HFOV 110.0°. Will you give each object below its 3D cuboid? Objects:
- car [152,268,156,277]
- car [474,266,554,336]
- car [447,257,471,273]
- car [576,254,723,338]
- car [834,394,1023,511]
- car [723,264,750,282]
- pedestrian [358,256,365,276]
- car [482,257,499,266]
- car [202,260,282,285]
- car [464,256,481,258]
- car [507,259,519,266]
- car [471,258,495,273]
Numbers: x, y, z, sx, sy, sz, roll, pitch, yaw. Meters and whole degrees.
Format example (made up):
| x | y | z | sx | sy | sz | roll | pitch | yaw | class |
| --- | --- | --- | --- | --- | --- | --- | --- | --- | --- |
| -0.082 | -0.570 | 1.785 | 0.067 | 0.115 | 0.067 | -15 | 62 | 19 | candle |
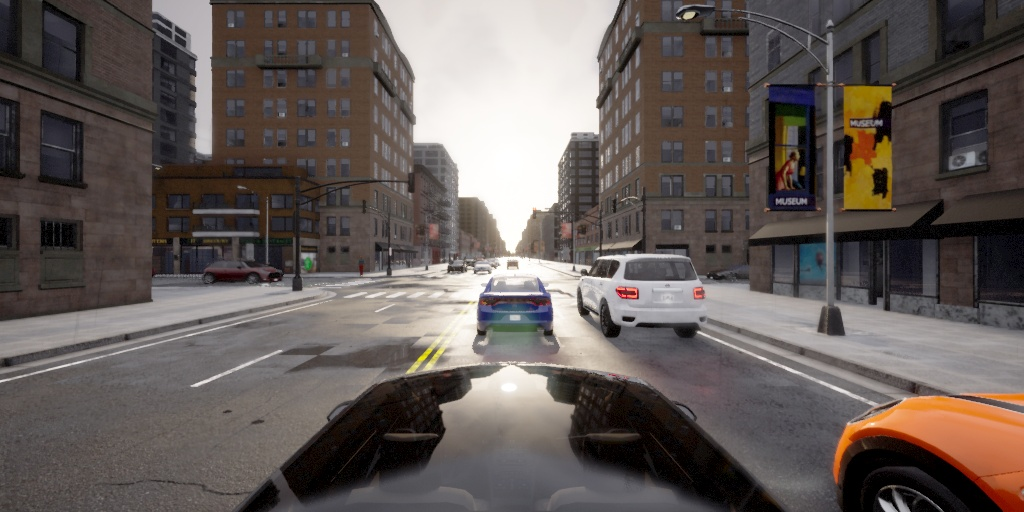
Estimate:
| x | y | z | sx | sy | sz | roll | pitch | yaw | class |
| --- | --- | --- | --- | --- | --- | --- | --- | --- | --- |
| -33.135 | 1.341 | 30.844 | 4.207 | 1.307 | 1.802 | 0 | 0 | 0 | car |
| 0.085 | 1.227 | 10.491 | 1.882 | 1.535 | 5.008 | 0 | 0 | 0 | car |
| -6.577 | 1.221 | 43.407 | 1.882 | 1.535 | 5.008 | 0 | 0 | 0 | car |
| 3.336 | 0.971 | 10.351 | 2.150 | 2.045 | 5.566 | 0 | 0 | 0 | car |
| 3.344 | 1.102 | 0.641 | 2.097 | 1.767 | 4.553 | 0 | 0 | 0 | car |
| 18.455 | 1.339 | 28.374 | 5.357 | 1.411 | 2.033 | 0 | 0 | 0 | car |
| -14.129 | 0.916 | 33.615 | 0.375 | 1.860 | 0.375 | 0 | 0 | 0 | pedestrian |
| -3.319 | 1.266 | 53.872 | 1.812 | 1.442 | 4.674 | 0 | 0 | 0 | car |
| -18.899 | 1.093 | 25.282 | 4.553 | 1.767 | 2.097 | 0 | 0 | 0 | car |
| -6.569 | 0.963 | 55.797 | 2.150 | 2.045 | 5.566 | 0 | 0 | 0 | car |
| 0.126 | 1.214 | 60.188 | 1.882 | 1.535 | 5.008 | 0 | 0 | 0 | car |
| -3.333 | 1.270 | 41.356 | 1.812 | 1.442 | 4.674 | 0 | 0 | 0 | car |
